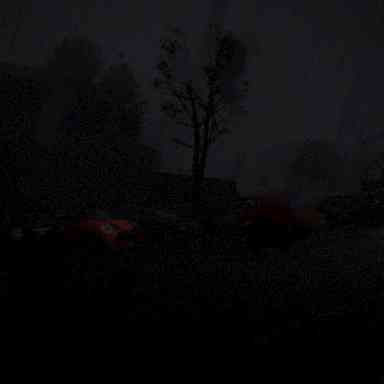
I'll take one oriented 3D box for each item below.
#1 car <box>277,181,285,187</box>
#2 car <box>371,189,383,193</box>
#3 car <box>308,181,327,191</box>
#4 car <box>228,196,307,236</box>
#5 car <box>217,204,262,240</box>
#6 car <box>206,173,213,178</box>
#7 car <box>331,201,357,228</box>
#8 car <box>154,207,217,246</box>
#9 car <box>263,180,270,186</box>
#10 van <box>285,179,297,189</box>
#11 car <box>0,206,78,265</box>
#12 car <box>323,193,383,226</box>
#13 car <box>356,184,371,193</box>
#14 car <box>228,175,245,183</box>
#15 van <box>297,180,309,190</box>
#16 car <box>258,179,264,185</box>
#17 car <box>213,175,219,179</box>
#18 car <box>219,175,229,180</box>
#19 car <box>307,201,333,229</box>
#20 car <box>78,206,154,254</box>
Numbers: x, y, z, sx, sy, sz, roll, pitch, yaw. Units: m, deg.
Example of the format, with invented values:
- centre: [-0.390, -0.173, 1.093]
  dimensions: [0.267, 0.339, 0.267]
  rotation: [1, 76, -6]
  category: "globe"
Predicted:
- centre: [20.939, -1.760, 75.100]
  dimensions: [1.946, 1.575, 5.366]
  rotation: [7, 3, 35]
  category: "car"
- centre: [32.905, 0.189, 57.678]
  dimensions: [2.002, 1.452, 4.674]
  rotation: [7, 3, 35]
  category: "car"
- centre: [26.002, -0.940, 67.536]
  dimensions: [2.231, 1.521, 4.892]
  rotation: [7, 3, 35]
  category: "car"
- centre: [3.205, 1.259, 18.842]
  dimensions: [5.566, 2.045, 2.435]
  rotation: [-1, -1, 35]
  category: "car"
- centre: [0.761, 1.532, 17.096]
  dimensions: [4.792, 1.488, 2.163]
  rotation: [-1, -1, 35]
  category: "car"
- centre: [6.883, -4.033, 94.587]
  dimensions: [2.185, 1.767, 4.553]
  rotation: [4, 1, 33]
  category: "car"
- centre: [8.131, 1.565, 22.298]
  dimensions: [4.674, 1.452, 2.002]
  rotation: [-1, -1, 35]
  category: "car"
- centre: [-1.659, 1.499, 15.350]
  dimensions: [4.892, 1.521, 2.231]
  rotation: [-1, -1, 35]
  category: "car"
- centre: [19.107, -1.991, 77.421]
  dimensions: [2.002, 1.452, 4.674]
  rotation: [7, 3, 35]
  category: "car"
- centre: [22.513, -1.712, 72.369]
  dimensions: [1.878, 1.987, 4.442]
  rotation: [7, 3, 35]
  category: "van"
- centre: [-6.520, 1.365, 11.839]
  dimensions: [4.553, 1.767, 2.185]
  rotation: [-1, 0, 35]
  category: "car"
- centre: [10.558, 1.281, 24.056]
  dimensions: [5.566, 2.045, 2.435]
  rotation: [-1, -1, 35]
  category: "car"
- centre: [31.214, -0.374, 60.151]
  dimensions: [2.435, 2.045, 5.566]
  rotation: [7, 3, 35]
  category: "car"
- centre: [12.258, -3.124, 87.392]
  dimensions: [1.946, 1.575, 5.366]
  rotation: [7, 3, 34]
  category: "car"
- centre: [24.243, -1.439, 69.898]
  dimensions: [1.878, 1.987, 4.442]
  rotation: [7, 4, 35]
  category: "van"
- centre: [17.364, -2.265, 79.882]
  dimensions: [2.002, 1.452, 4.674]
  rotation: [7, 3, 35]
  category: "car"
- centre: [8.613, -3.799, 92.117]
  dimensions: [2.185, 1.767, 4.553]
  rotation: [6, 3, 34]
  category: "car"
- centre: [10.407, -3.647, 89.652]
  dimensions: [2.435, 2.045, 5.566]
  rotation: [7, 3, 34]
  category: "car"
- centre: [5.525, 1.516, 20.670]
  dimensions: [5.366, 1.575, 1.946]
  rotation: [-1, -1, 35]
  category: "car"
- centre: [-4.125, 1.368, 13.624]
  dimensions: [4.553, 1.767, 2.185]
  rotation: [-1, -1, 34]
  category: "car"
